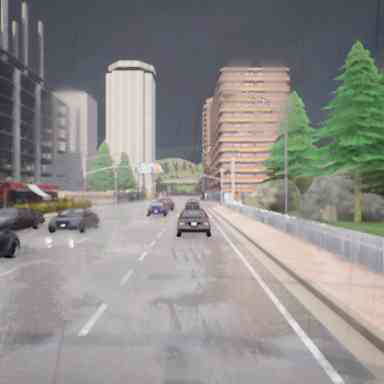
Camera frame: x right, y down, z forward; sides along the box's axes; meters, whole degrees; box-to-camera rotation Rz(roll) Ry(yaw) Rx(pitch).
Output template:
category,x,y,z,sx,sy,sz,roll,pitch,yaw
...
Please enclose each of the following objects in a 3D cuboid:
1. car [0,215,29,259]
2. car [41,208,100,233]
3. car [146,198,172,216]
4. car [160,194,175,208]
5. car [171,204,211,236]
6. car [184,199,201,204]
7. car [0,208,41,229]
category,x,y,z,sx,sy,sz,roll,pitch,yaw
car,-7.086,1.606,10.143,1.994,1.385,4.181,0,0,0
car,-7.034,1.646,20.166,1.994,1.385,4.181,0,0,1
car,-3.391,1.661,33.667,1.812,1.442,4.674,0,0,0
car,-3.451,1.532,44.836,2.097,1.767,4.553,0,0,0
car,0.099,1.623,18.929,2.033,1.411,5.357,0,0,0
car,0.083,1.672,41.739,1.837,1.490,4.892,0,0,0
car,-10.535,1.627,19.556,2.033,1.411,5.357,0,0,1
